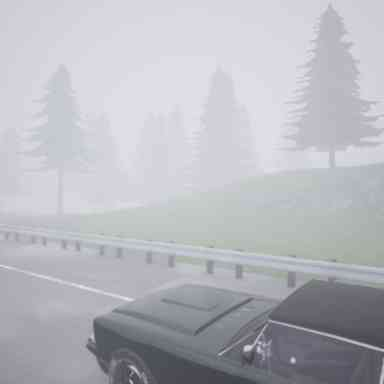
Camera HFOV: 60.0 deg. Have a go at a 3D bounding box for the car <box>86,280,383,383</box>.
[{"bbox_3d":[1.132,1.600,3.186,4.718,1.301,1.895,0,0,35],"label":"car"}]
